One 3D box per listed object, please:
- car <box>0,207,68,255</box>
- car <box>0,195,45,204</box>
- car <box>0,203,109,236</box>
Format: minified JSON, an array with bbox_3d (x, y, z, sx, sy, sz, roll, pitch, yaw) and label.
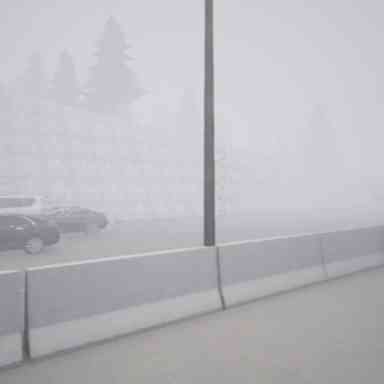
[{"bbox_3d":[-7.242,1.499,11.724,4.892,1.490,1.837,0,0,-35],"label":"car"},{"bbox_3d":[-10.673,1.211,17.875,5.566,2.045,2.150,0,0,-35],"label":"car"},{"bbox_3d":[-6.601,1.471,16.477,4.902,1.511,2.128,0,0,-35],"label":"car"}]
